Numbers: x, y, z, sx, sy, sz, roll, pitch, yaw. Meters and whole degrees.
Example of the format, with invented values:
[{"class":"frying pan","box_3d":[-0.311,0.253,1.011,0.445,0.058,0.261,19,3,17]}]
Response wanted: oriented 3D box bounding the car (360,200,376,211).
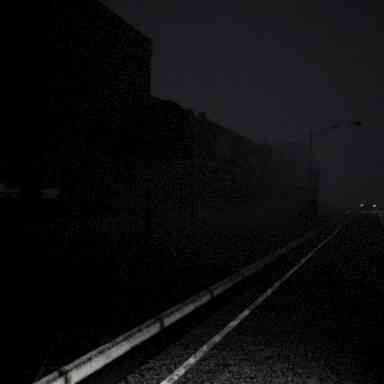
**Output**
[{"class":"car","box_3d":[28.329,2.125,53.518,2.097,1.767,4.553,0,0,29]}]
